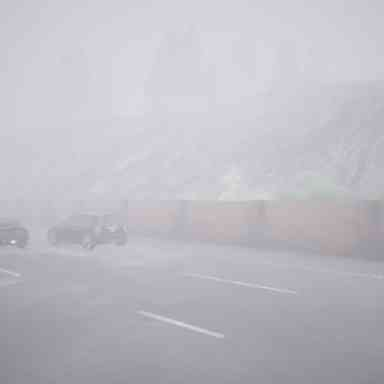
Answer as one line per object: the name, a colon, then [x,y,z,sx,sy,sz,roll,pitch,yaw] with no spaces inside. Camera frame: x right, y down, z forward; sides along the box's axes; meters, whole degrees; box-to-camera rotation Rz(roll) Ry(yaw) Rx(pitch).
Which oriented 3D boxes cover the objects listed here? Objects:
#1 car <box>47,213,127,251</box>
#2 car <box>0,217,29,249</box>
car: [-5.433,1.854,17.043,4.553,1.767,2.097,-1,-2,38]
car: [-9.617,1.926,15.860,4.892,1.490,1.837,-1,-2,38]
